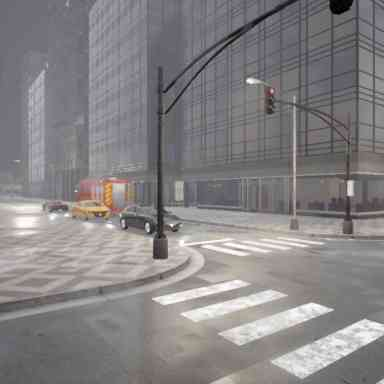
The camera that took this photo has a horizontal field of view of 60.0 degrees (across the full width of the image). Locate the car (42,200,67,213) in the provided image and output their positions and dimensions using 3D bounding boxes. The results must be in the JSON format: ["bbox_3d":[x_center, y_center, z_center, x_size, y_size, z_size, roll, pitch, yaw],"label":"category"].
[{"bbox_3d":[-15.048,1.557,36.574,1.895,1.301,4.718,0,0,-36],"label":"car"}]

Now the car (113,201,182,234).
[{"bbox_3d":[-2.507,1.483,19.112,1.837,1.490,4.892,0,0,-38],"label":"car"}]

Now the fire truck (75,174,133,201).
[{"bbox_3d":[-9.009,0.307,33.483,2.891,3.827,8.468,0,0,-36],"label":"fire truck"}]

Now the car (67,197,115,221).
[{"bbox_3d":[-8.405,1.445,27.293,1.882,1.535,5.008,0,0,-35],"label":"car"}]
